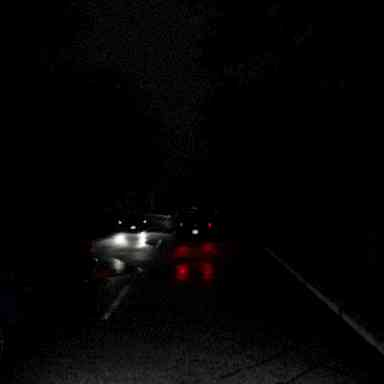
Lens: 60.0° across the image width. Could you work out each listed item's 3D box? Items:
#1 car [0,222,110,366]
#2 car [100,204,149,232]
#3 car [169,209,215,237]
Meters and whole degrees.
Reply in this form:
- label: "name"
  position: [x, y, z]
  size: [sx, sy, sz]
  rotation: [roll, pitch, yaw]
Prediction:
- label: "car"
  position: [-3.197, 1.523, 5.608]
  size: [2.033, 1.411, 5.357]
  rotation: [0, 0, 2]
- label: "car"
  position: [-4.168, 1.401, 19.688]
  size: [2.033, 1.411, 5.357]
  rotation: [1, 1, -25]
- label: "car"
  position: [-0.126, 1.528, 17.514]
  size: [1.895, 1.301, 4.718]
  rotation: [1, 0, -7]
